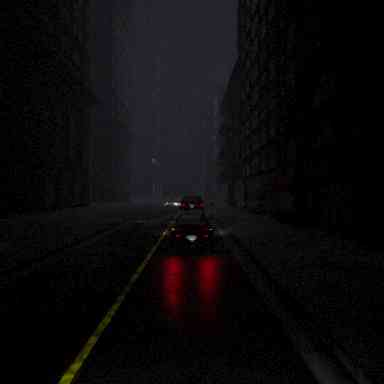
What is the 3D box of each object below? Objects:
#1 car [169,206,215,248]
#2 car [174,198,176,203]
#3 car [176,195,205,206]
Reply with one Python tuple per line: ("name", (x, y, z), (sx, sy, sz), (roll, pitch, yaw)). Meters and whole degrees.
("car", (-0.001, 1.538, 14.650), (1.812, 1.442, 4.674), (0, 0, 0))
("car", (-3.000, 1.713, 75.935), (2.128, 1.511, 4.902), (0, 0, 0))
("car", (-0.001, 1.283, 29.683), (2.150, 2.045, 5.566), (0, 0, 0))
